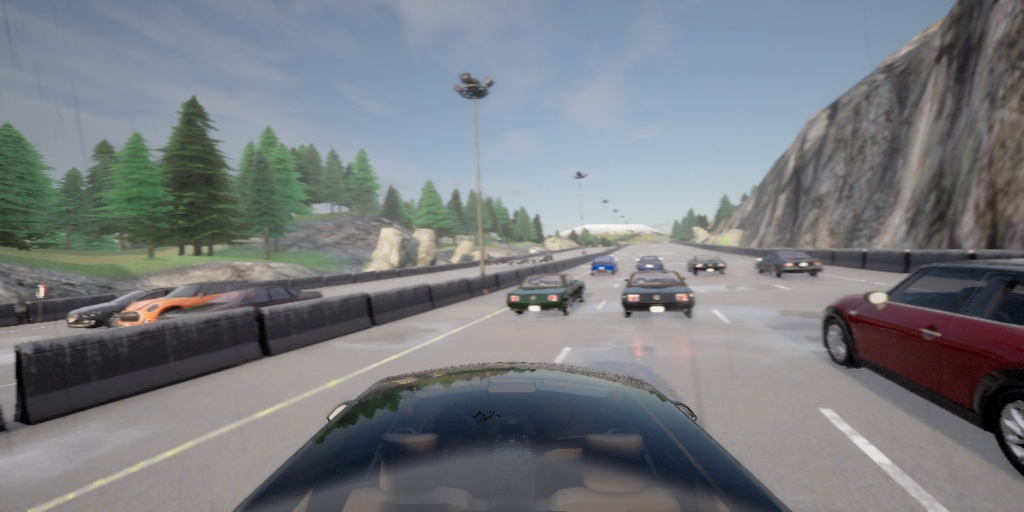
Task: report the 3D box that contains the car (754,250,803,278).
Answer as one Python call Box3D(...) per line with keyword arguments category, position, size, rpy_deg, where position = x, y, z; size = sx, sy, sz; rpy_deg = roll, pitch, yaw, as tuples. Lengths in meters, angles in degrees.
Box3D(category="car", position=(15.206, 0.400, 19.995), size=(2.033, 1.411, 5.357), rpy_deg=(-3, 0, 20))

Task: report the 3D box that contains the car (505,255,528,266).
Box3D(category="car", position=(1.236, 0.597, 52.932), size=(2.033, 1.411, 5.357), rpy_deg=(-3, 1, 20))

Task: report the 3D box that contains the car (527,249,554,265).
Box3D(category="car", position=(4.478, 0.092, 51.676), size=(2.150, 2.045, 5.566), rpy_deg=(-3, 1, 20))

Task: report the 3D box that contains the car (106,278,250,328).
Box3D(category="car", position=(-13.008, 1.885, 14.942), size=(2.097, 1.767, 4.553), rpy_deg=(-3, 0, 20))

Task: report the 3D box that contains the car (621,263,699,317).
Box3D(category="car", position=(4.640, 1.098, 11.650), size=(1.895, 1.301, 4.718), rpy_deg=(-3, 0, 20))

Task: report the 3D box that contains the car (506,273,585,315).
Box3D(category="car", position=(1.456, 1.285, 13.114), size=(1.895, 1.301, 4.718), rpy_deg=(-3, 0, 20))

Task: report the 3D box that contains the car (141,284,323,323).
Box3D(category="car", position=(-9.785, 1.891, 13.554), size=(2.033, 1.411, 5.357), rpy_deg=(-3, 0, 20))

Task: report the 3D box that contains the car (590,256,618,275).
Box3D(category="car", position=(7.809, 0.727, 30.182), size=(1.882, 1.535, 5.008), rpy_deg=(-3, 0, 20))

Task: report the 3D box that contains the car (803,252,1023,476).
Box3D(category="car", position=(5.459, 0.792, 3.883), size=(2.097, 1.767, 4.553), rpy_deg=(-3, 0, 20))

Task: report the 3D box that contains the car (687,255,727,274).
Box3D(category="car", position=(13.188, 0.554, 24.581), size=(1.895, 1.301, 4.718), rpy_deg=(-3, 0, 20))

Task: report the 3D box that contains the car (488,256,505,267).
Box3D(category="car", position=(-2.042, 0.727, 54.156), size=(1.882, 1.535, 5.008), rpy_deg=(-3, 1, 20))

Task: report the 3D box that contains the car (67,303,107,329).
Box3D(category="car", position=(-16.266, 2.229, 16.186), size=(1.837, 1.490, 4.892), rpy_deg=(-3, 0, 20))

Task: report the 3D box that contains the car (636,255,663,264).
Box3D(category="car", position=(10.684, 0.651, 27.874), size=(1.994, 1.385, 4.181), rpy_deg=(-3, 0, 20))
